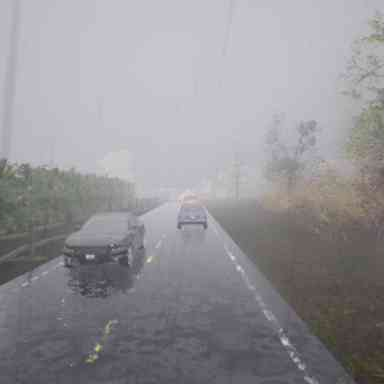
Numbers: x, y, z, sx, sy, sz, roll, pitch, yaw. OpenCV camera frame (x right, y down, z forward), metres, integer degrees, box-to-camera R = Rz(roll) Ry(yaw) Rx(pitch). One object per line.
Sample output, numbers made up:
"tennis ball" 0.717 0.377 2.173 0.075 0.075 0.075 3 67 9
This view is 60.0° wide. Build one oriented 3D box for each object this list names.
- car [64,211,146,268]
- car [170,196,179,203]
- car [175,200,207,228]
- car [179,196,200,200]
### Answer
"car" -2.772 1.475 11.514 1.882 1.535 5.008 -1 0 0
"car" -3.081 1.397 62.712 1.895 1.301 4.718 -1 0 -1
"car" 0.019 1.483 21.424 2.033 1.411 5.357 -1 0 0
"car" -0.093 1.223 38.438 2.097 1.767 4.553 -1 0 0
